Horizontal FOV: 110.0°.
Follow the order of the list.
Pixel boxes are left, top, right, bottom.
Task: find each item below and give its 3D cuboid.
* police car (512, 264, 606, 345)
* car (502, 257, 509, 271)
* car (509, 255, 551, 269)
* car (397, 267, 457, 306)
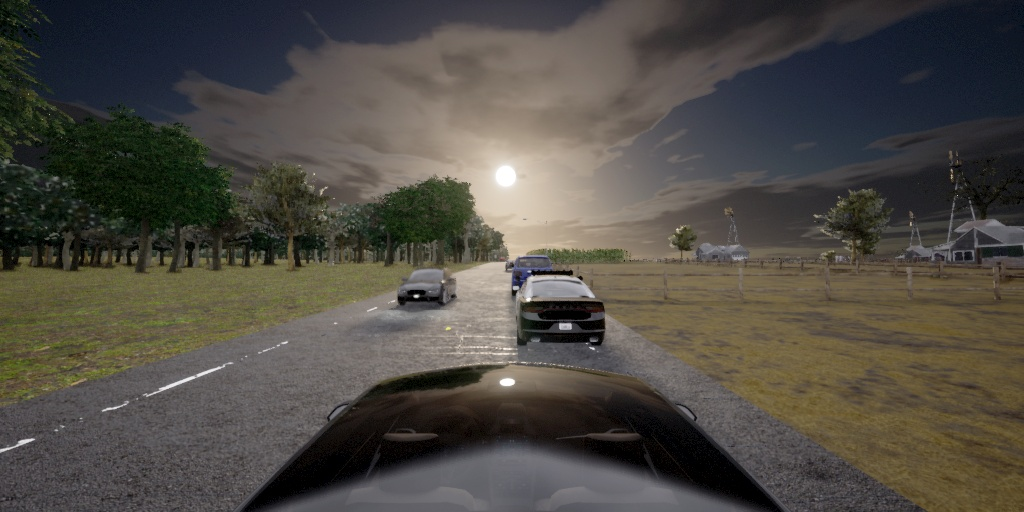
[{"bbox_3d":[1.051,1.181,9.628,1.930,1.638,5.238,0,0,0],"label":"police car"},{"bbox_3d":[0.048,1.253,50.136,2.128,1.511,4.902,0,0,1],"label":"car"},{"bbox_3d":[1.054,0.983,19.560,2.150,2.045,5.566,0,0,0],"label":"car"},{"bbox_3d":[-3.597,1.263,15.907,1.837,1.490,4.892,0,0,0],"label":"car"}]
